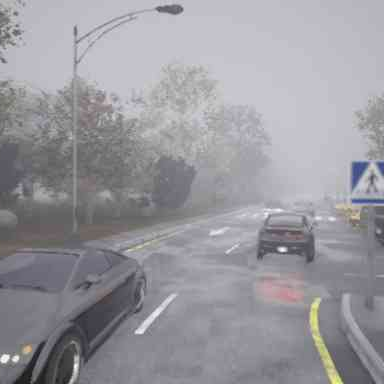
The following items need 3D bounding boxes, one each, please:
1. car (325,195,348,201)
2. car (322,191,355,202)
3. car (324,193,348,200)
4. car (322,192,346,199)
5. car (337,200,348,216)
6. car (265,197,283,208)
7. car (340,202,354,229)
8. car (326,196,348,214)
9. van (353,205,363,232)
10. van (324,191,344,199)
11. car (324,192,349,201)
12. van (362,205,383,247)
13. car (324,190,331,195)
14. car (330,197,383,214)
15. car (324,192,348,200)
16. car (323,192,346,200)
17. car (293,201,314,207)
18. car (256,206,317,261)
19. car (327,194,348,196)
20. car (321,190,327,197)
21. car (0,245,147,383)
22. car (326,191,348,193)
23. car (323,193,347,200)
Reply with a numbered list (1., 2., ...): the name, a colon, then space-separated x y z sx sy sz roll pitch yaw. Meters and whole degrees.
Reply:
1. car: 16.450 1.449 32.848 5.366 1.575 1.946 1 1 0
2. car: 29.243 0.833 66.569 5.566 2.045 2.435 1 1 1
3. car: 21.845 1.318 46.905 4.792 1.488 2.163 1 1 1
4. car: 35.593 0.942 83.451 5.008 1.535 2.097 1 1 0
5. car: 12.662 1.584 21.575 5.366 1.575 1.946 1 1 0
6. car: 10.686 1.364 43.367 1.895 1.301 4.718 1 1 20
7. car: 11.458 1.586 18.749 5.008 1.535 2.097 1 1 0
8. car: 15.408 1.483 30.033 5.366 1.575 1.946 1 1 0
9. van: 10.556 1.357 15.941 4.442 1.987 1.878 1 0 0
10. van: 36.772 0.697 86.260 4.442 1.987 1.878 1 1 0
11. car: 31.350 0.908 72.203 4.553 1.767 2.185 1 1 1
12. van: 9.534 1.352 13.119 4.442 1.987 1.878 1 0 0
13. car: 24.017 1.102 52.520 4.553 1.767 2.185 1 1 1
14. car: 17.687 1.424 35.657 4.892 1.521 2.231 1 1 0
15. car: 32.406 0.885 75.012 4.553 1.767 2.185 1 1 1
16. car: 34.580 0.840 80.623 4.553 1.767 2.185 1 1 0
17. car: 10.788 1.535 32.047 1.895 1.301 4.718 1 1 20
18. car: 3.604 1.522 12.504 1.837 1.490 4.892 1 0 20
19. car: 20.824 1.362 44.093 4.674 1.452 2.002 1 1 0
20. car: 26.079 0.916 58.125 5.566 2.045 2.435 2 1 0
21. car: -2.100 1.531 4.919 1.994 1.385 4.181 1 0 9
22. car: 22.962 1.133 49.710 4.553 1.767 2.185 1 1 1
23. car: 33.492 1.028 77.819 4.674 1.452 2.002 1 1 1
